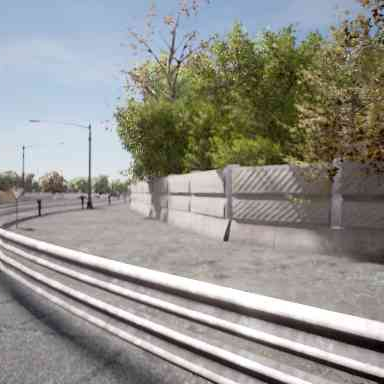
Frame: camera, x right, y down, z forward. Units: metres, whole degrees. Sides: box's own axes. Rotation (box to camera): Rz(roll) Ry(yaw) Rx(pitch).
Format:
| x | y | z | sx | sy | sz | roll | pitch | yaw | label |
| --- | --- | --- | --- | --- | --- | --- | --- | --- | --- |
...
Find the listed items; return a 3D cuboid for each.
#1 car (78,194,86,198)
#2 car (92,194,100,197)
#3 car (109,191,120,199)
| x | y | z | sx | sy | sz | roll | pitch | yaw | label |
| --- | --- | --- | --- | --- | --- | --- | --- | --- | --- |
| -28.868 | 1.081 | 87.502 | 1.895 | 1.301 | 4.718 | 0 | 0 | -18 | car |
| -25.498 | 1.092 | 88.451 | 1.895 | 1.301 | 4.718 | 0 | 0 | -18 | car |
| -20.544 | 0.741 | 88.312 | 2.150 | 2.045 | 5.566 | 0 | 0 | -3 | car |
